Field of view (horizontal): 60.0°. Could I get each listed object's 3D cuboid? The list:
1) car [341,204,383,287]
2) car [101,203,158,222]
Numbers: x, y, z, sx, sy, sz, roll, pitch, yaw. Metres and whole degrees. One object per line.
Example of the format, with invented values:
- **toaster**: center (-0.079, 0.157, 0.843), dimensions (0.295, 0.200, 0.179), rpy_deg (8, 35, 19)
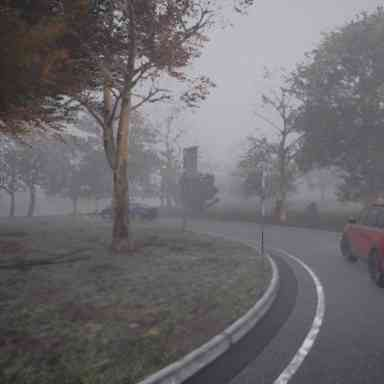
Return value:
- **car**: center (5.997, 1.368, 9.630), dimensions (2.150, 2.045, 5.566), rpy_deg (1, 0, 13)
- **car**: center (-5.273, 1.668, 28.034), dimensions (5.008, 1.535, 1.882), rpy_deg (1, -1, 21)
